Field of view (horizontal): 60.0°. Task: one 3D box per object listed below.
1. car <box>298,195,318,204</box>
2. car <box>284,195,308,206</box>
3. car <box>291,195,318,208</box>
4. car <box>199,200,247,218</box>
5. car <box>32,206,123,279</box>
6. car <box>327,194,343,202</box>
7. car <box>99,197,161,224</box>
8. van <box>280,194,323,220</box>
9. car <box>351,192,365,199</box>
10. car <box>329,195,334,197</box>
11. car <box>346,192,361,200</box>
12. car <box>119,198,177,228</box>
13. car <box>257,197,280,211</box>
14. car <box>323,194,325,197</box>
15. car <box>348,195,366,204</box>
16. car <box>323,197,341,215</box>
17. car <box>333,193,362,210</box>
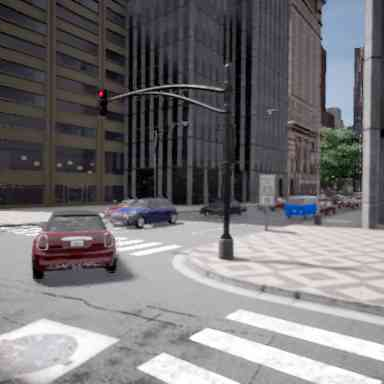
[{"bbox_3d":[18.892,1.244,54.057,1.802,1.307,4.206,1,1,38],"label":"car"},{"bbox_3d":[15.577,1.220,49.744,1.887,1.381,4.507,1,1,38],"label":"car"},{"bbox_3d":[15.126,1.211,44.723,1.882,1.535,5.008,1,1,38],"label":"car"},{"bbox_3d":[2.851,1.365,28.825,2.033,1.411,5.357,1,1,38],"label":"car"},{"bbox_3d":[-3.644,1.326,10.340,2.097,1.767,4.553,1,0,-21],"label":"car"},{"bbox_3d":[28.843,1.173,66.995,2.008,1.369,4.403,1,1,38],"label":"car"},{"bbox_3d":[-4.321,1.251,23.866,1.967,1.590,4.097,1,1,38],"label":"car"},{"bbox_3d":[9.072,1.245,27.296,1.690,1.788,3.998,1,1,38],"label":"van"},{"bbox_3d":[42.112,0.887,84.244,2.192,1.841,5.009,1,1,38],"label":"car"},{"bbox_3d":[21.605,1.293,47.970,1.812,1.442,4.674,1,1,38],"label":"car"},{"bbox_3d":[38.796,0.898,79.931,2.192,1.841,5.009,1,1,38],"label":"car"},{"bbox_3d":[-2.974,1.214,21.176,2.097,1.767,4.553,1,1,36],"label":"car"},{"bbox_3d":[8.839,1.299,36.615,1.812,1.442,4.674,1,1,38],"label":"car"},{"bbox_3d":[22.211,1.089,58.368,1.967,1.590,4.097,1,1,38],"label":"car"},{"bbox_3d":[27.710,1.269,55.906,1.812,1.442,4.674,1,1,38],"label":"car"},{"bbox_3d":[12.387,1.461,31.613,1.802,1.307,4.206,1,1,38],"label":"car"},{"bbox_3d":[19.021,1.274,40.237,1.967,1.590,4.097,1,1,38],"label":"car"}]
